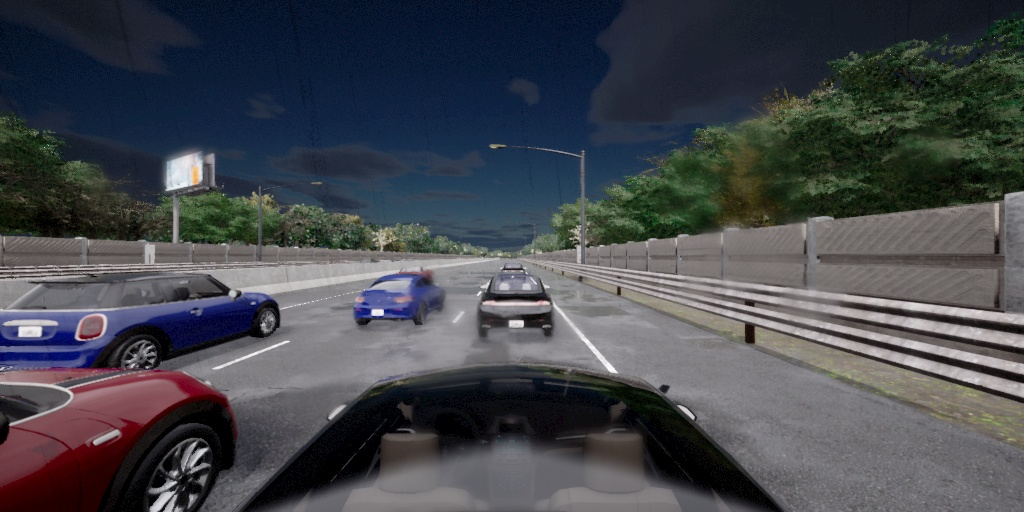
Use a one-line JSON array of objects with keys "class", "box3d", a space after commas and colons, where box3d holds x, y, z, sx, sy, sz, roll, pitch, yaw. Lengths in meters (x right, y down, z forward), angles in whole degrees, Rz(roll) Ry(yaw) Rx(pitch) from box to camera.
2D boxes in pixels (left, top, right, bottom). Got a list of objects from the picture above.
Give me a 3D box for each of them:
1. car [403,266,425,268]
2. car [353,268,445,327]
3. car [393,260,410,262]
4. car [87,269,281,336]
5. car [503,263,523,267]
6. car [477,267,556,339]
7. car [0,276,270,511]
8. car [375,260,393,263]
[{"class": "car", "box3d": [-6.904, 1.372, 25.826, 1.895, 1.301, 4.718, 0, 0, 1]}, {"class": "car", "box3d": [-3.404, 1.280, 11.488, 1.812, 1.442, 4.674, 0, 0, 1]}, {"class": "car", "box3d": [-17.514, 1.354, 59.563, 2.128, 1.511, 4.902, 0, 0, 0]}, {"class": "car", "box3d": [-6.897, 1.103, 7.233, 2.097, 1.767, 4.553, 0, 0, -1]}, {"class": "car", "box3d": [0.094, 1.265, 27.373, 2.128, 1.511, 4.902, 0, 0, 0]}, {"class": "car", "box3d": [0.100, 1.246, 10.138, 2.128, 1.511, 4.902, 0, 0, 0]}, {"class": "car", "box3d": [-3.405, 1.102, 1.190, 2.097, 1.767, 4.553, 0, 0, 0]}, {"class": "car", "box3d": [-21.005, 1.392, 60.733, 1.812, 1.442, 4.674, 0, 0, 0]}]
